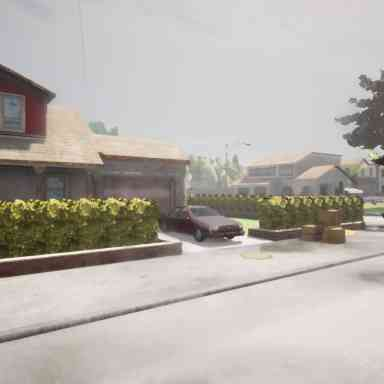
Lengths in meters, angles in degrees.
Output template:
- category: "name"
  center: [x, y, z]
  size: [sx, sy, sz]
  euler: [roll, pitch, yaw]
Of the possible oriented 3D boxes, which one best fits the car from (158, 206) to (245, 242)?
- category: "car"
  center: [0.086, 1.356, 15.477]
  size: [2.033, 1.415, 5.357]
  euler: [0, 0, -33]
